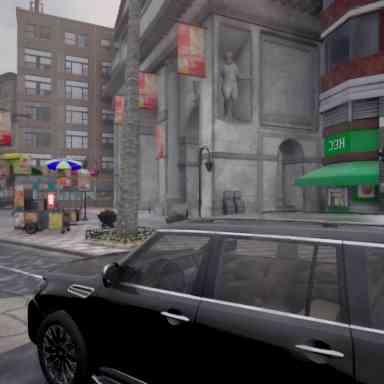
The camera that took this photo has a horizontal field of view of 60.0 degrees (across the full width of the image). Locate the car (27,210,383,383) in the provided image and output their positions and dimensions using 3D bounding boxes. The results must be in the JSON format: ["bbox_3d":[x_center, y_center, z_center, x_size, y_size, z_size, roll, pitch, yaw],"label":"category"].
[{"bbox_3d":[0.557,1.221,3.495,5.566,2.045,2.150,0,0,36],"label":"car"}]
